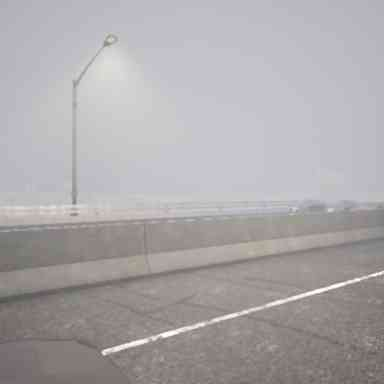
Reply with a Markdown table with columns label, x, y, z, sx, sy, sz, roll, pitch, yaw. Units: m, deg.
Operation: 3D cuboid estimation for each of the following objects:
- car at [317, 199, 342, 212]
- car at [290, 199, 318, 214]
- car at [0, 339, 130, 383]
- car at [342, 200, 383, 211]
| label | x | y | z | sx | sy | sz | roll | pitch | yaw |
| --- | --- | --- | --- | --- | --- | --- | --- | --- | --- |
| car | 14.182 | 1.469 | 30.640 | 4.902 | 1.511 | 2.128 | 0 | 0 | -35 |
| car | 11.810 | 1.461 | 33.249 | 4.902 | 1.511 | 2.128 | 0 | 0 | -35 |
| car | -2.714 | 1.539 | 1.317 | 5.357 | 1.411 | 2.033 | 0 | 0 | -35 |
| car | 14.414 | 1.463 | 26.520 | 5.008 | 1.535 | 1.882 | 0 | 0 | -35 |
